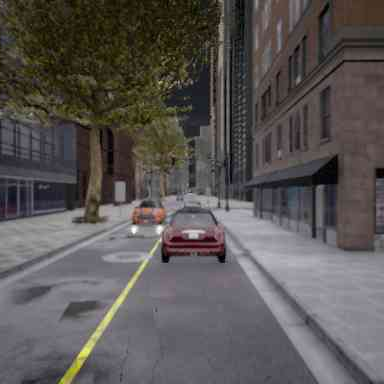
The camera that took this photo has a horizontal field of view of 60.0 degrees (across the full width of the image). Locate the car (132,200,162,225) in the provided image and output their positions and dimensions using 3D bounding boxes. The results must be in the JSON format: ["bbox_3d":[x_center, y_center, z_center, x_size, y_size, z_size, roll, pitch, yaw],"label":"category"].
[{"bbox_3d":[-3.072,1.396,24.552,2.097,1.767,4.553,0,0,0],"label":"car"}]

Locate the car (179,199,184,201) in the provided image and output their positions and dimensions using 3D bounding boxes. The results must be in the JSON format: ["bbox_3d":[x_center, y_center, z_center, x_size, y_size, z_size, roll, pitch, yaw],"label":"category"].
[{"bbox_3d":[0.057,1.552,26.561,1.837,1.490,4.892,0,-1,0],"label":"car"}]

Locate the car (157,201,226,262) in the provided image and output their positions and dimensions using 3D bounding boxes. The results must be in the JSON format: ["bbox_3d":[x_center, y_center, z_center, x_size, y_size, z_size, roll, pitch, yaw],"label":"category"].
[{"bbox_3d":[0.065,1.375,12.426,2.097,1.767,4.553,0,0,0],"label":"car"}]

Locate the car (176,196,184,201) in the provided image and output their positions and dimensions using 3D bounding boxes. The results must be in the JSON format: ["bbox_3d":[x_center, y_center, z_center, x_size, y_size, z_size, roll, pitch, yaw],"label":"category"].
[{"bbox_3d":[-3.012,1.678,83.935,1.882,1.535,5.008,0,0,0],"label":"car"}]
